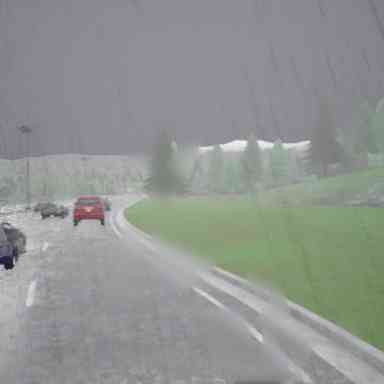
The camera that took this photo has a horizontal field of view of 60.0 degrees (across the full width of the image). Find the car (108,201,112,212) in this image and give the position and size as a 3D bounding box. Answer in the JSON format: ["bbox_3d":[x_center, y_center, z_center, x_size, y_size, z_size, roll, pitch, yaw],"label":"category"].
[{"bbox_3d":[-11.375,1.565,42.175,2.097,1.767,4.553,-1,0,-9],"label":"car"}]

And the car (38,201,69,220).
[{"bbox_3d":[-12.890,1.853,31.611,1.895,1.301,4.718,-1,0,-13],"label":"car"}]

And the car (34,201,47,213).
[{"bbox_3d":[-18.434,1.853,42.161,2.128,1.511,4.902,-1,0,-9],"label":"car"}]

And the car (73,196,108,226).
[{"bbox_3d":[-7.824,1.369,25.596,2.150,2.045,5.566,-1,0,-15],"label":"car"}]

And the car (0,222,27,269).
[{"bbox_3d":[-6.898,1.702,11.331,1.994,1.385,4.181,-1,0,-21],"label":"car"}]
